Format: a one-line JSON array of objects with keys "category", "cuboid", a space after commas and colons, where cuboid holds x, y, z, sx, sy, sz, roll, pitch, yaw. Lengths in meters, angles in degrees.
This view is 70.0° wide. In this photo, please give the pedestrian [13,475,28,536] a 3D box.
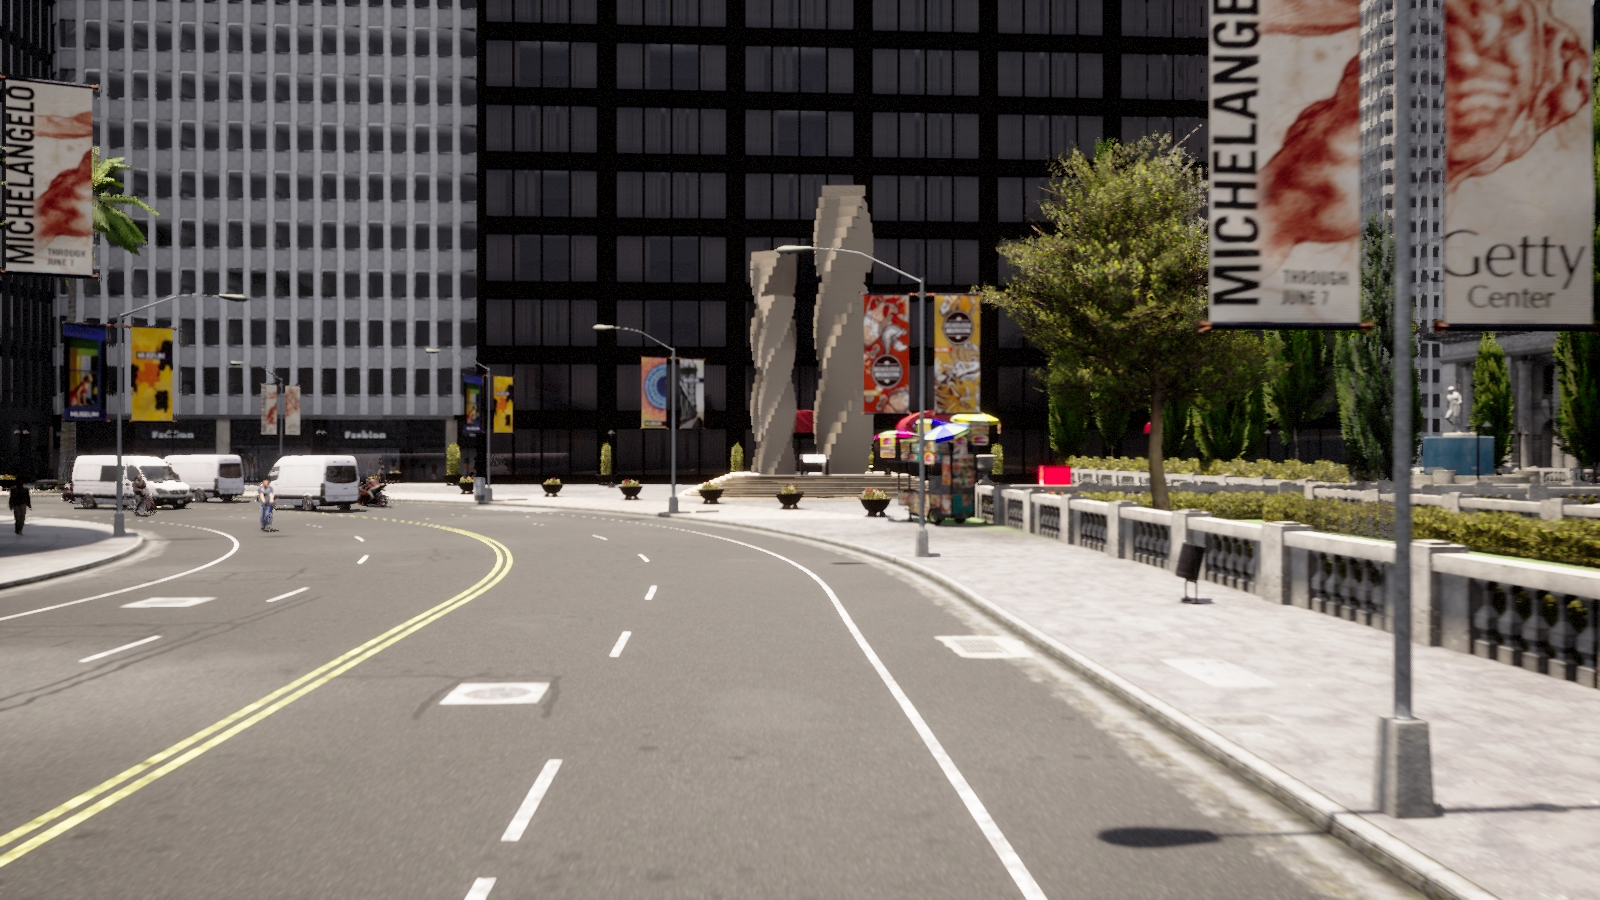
[{"category": "pedestrian", "cuboid": [-24.040, 1.701, 35.238, 0.375, 1.860, 0.375, 0, 0, -38]}]

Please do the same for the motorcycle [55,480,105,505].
[{"category": "motorcycle", "cuboid": [-37.402, 2.212, 59.387, 2.209, 1.251, 0.867, 0, 1, 12]}]

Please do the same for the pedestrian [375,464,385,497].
[{"category": "pedestrian", "cuboid": [-23.777, 1.701, 64.713, 0.375, 1.860, 0.375, 0, 0, 11]}]

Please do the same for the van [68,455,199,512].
[{"category": "van", "cuboid": [-31.492, 1.540, 53.971, 5.915, 2.561, 1.988, 0, 0, 20]}]

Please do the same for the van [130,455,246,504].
[{"category": "van", "cuboid": [-33.099, 1.541, 61.820, 5.915, 2.561, 1.988, 0, 0, 18]}]

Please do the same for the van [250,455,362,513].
[{"category": "van", "cuboid": [-23.118, 1.539, 53.362, 5.915, 2.561, 1.988, 0, 0, 35]}]

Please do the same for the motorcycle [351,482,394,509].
[{"category": "motorcycle", "cuboid": [-21.020, 2.209, 56.119, 2.209, 1.251, 0.867, 0, 1, 34]}]
